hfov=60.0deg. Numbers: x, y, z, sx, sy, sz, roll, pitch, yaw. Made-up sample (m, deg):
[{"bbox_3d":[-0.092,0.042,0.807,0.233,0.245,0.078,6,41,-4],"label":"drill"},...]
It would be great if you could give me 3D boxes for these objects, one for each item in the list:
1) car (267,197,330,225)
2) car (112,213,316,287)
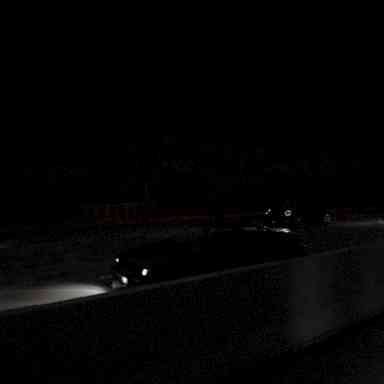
[{"bbox_3d":[6.847,1.251,21.566,4.553,1.767,2.097,0,0,-34],"label":"car"},{"bbox_3d":[0.704,1.516,8.790,5.357,1.411,2.033,0,0,-35],"label":"car"}]
